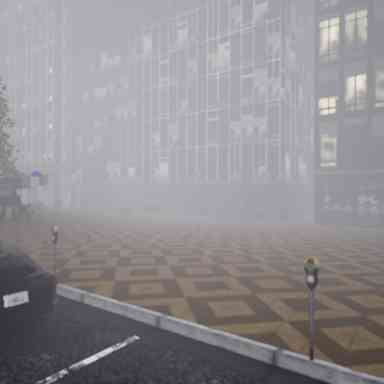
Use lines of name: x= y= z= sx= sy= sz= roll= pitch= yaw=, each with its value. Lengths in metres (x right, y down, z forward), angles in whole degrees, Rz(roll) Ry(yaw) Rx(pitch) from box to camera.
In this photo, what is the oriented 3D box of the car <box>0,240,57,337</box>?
car: x=-4.119 y=1.498 z=5.817 sx=4.313 sy=1.339 sz=1.947 roll=1 pitch=0 yaw=36
